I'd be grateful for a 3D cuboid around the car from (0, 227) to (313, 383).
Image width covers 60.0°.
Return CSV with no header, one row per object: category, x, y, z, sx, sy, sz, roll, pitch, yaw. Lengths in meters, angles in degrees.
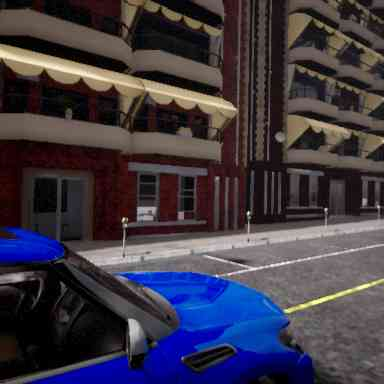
car,-1.605,1.231,2.135,5.566,2.045,2.150,0,0,-36
